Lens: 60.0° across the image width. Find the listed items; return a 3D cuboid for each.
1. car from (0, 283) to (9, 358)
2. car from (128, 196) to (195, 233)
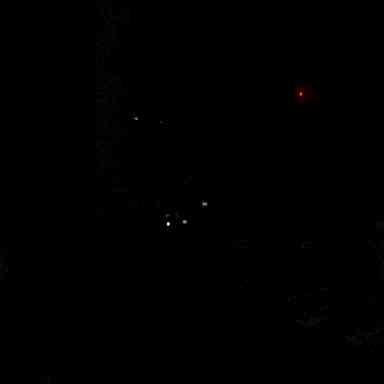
[{"bbox_3d":[-4.199,1.567,3.196,4.313,1.339,1.947,0,0,-35],"label":"car"},{"bbox_3d":[-2.001,1.282,20.566,2.150,2.045,5.566,0,0,-36],"label":"car"}]
